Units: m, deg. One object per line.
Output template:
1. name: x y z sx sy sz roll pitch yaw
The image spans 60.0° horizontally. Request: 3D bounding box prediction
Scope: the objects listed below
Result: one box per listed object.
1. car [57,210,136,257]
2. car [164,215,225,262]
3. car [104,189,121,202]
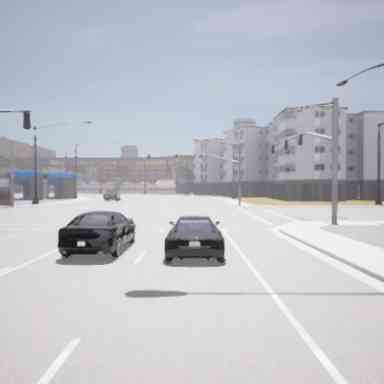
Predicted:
1. car: -3.406 1.437 12.734 1.882 1.535 5.008 0 0 0
2. car: 0.091 1.530 12.071 1.994 1.385 4.181 0 0 0
3. car: -13.531 0.521 56.775 2.150 2.045 5.566 0 1 -4
